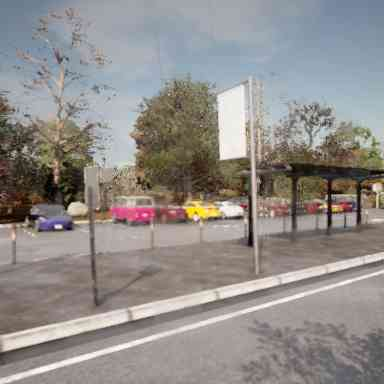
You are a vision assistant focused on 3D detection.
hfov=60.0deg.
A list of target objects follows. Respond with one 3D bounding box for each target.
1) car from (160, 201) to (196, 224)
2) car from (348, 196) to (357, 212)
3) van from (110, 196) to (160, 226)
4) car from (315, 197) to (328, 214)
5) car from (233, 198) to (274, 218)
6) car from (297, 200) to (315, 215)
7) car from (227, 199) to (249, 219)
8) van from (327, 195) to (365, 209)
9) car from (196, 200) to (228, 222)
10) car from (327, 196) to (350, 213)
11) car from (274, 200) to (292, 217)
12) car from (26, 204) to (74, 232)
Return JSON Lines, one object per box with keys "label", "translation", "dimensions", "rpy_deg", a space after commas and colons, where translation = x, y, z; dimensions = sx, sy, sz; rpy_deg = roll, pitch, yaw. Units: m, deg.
{"label": "car", "translation": [-2.034, 1.539, 25.251], "dimensions": [2.002, 1.452, 4.674], "rpy_deg": [0, 0, -36]}
{"label": "car", "translation": [16.006, 1.560, 38.198], "dimensions": [2.163, 1.488, 4.792], "rpy_deg": [0, 0, -36]}
{"label": "van", "translation": [-4.360, 1.270, 23.734], "dimensions": [1.878, 1.987, 4.442], "rpy_deg": [0, 0, -36]}
{"label": "car", "translation": [11.491, 1.550, 34.968], "dimensions": [2.163, 1.488, 4.792], "rpy_deg": [0, 0, -36]}
{"label": "car", "translation": [4.719, 1.383, 30.125], "dimensions": [2.185, 1.767, 4.553], "rpy_deg": [0, 0, -36]}
{"label": "car", "translation": [9.255, 1.518, 33.325], "dimensions": [2.231, 1.521, 4.892], "rpy_deg": [0, 0, -36]}
{"label": "car", "translation": [2.482, 1.545, 28.483], "dimensions": [2.002, 1.452, 4.674], "rpy_deg": [0, 0, -36]}
{"label": "van", "translation": [18.348, 1.309, 39.693], "dimensions": [1.878, 1.987, 4.442], "rpy_deg": [0, 0, -36]}
{"label": "car", "translation": [0.226, 1.502, 26.865], "dimensions": [2.097, 1.535, 5.008], "rpy_deg": [0, 0, -36]}
{"label": "car", "translation": [13.873, 1.522, 36.407], "dimensions": [1.946, 1.575, 5.366], "rpy_deg": [0, 0, -36]}
{"label": "car", "translation": [6.992, 1.512, 31.720], "dimensions": [2.097, 1.535, 5.008], "rpy_deg": [0, 0, -36]}
{"label": "car", "translation": [-8.789, 1.520, 20.386], "dimensions": [2.163, 1.488, 4.792], "rpy_deg": [0, 0, -36]}
